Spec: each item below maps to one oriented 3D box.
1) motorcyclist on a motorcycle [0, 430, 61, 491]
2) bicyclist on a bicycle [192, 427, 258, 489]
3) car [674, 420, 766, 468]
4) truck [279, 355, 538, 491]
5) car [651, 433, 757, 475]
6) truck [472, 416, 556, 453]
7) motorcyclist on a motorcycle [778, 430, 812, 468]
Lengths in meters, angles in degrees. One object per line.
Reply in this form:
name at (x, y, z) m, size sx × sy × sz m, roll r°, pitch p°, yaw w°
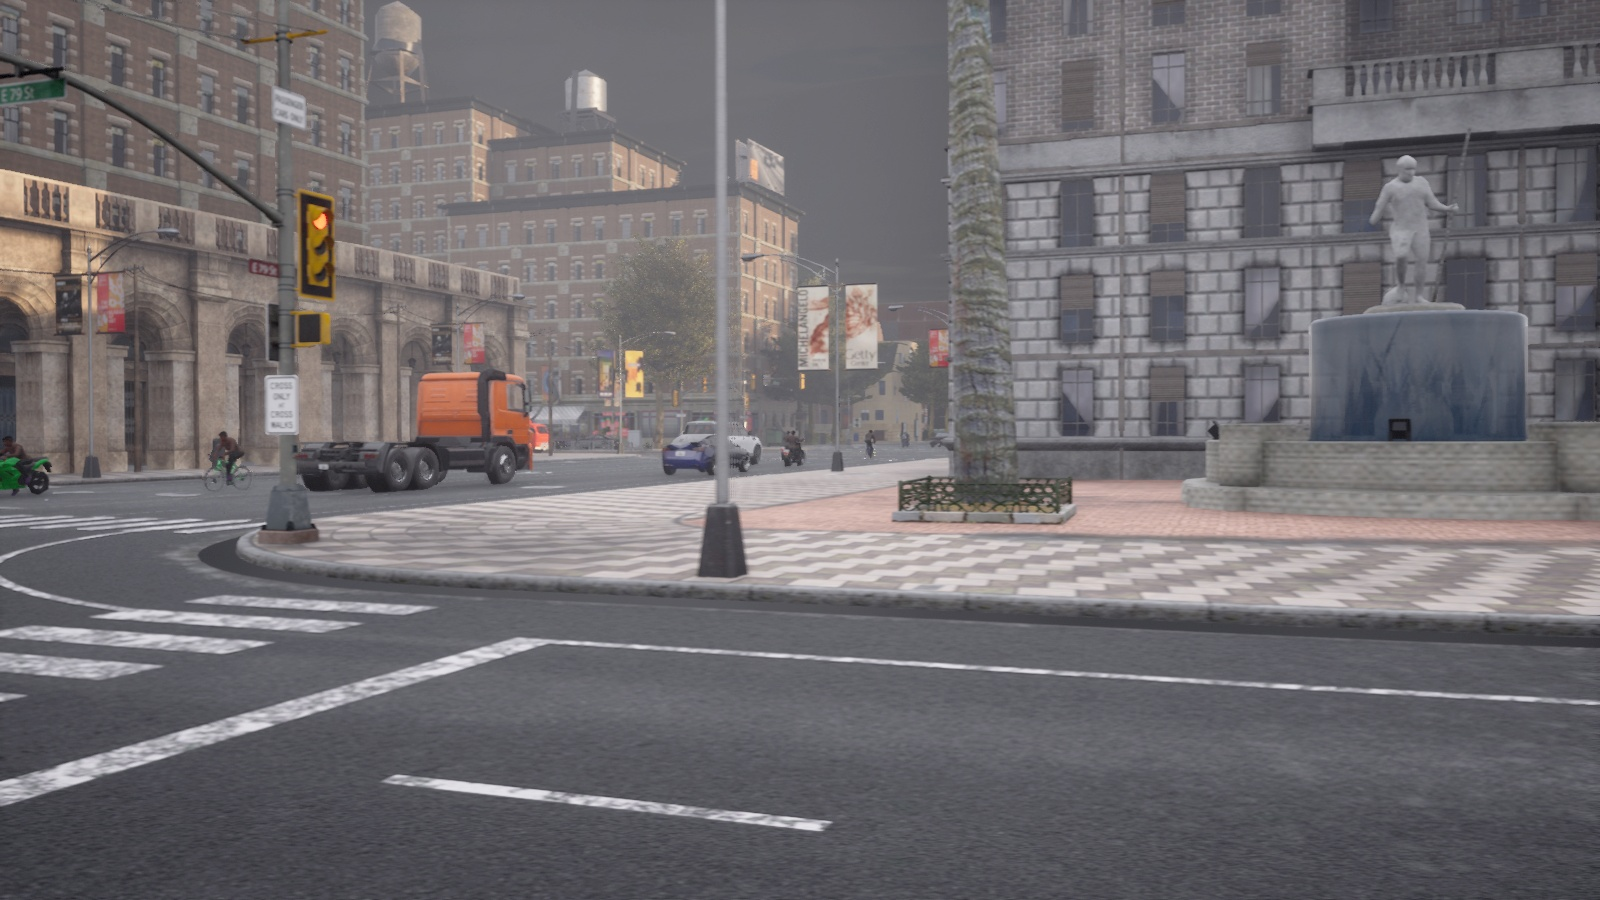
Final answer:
motorcyclist on a motorcycle at (-19.857, 0.247, 31.669) m, size 0.797 × 1.523 × 2.044 m, roll 1°, pitch 1°, yaw 20°
bicyclist on a bicycle at (-15.449, 0.204, 33.787) m, size 0.582 × 1.620 × 1.656 m, roll 1°, pitch 1°, yaw 20°
car at (-3.528, -0.328, 56.804) m, size 2.150 × 2.045 × 5.566 m, roll 1°, pitch 1°, yaw 19°
truck at (-10.920, -0.748, 36.097) m, size 2.891 × 3.462 × 7.936 m, roll 1°, pitch 1°, yaw 20°
car at (-3.475, 0.106, 46.480) m, size 2.163 × 1.488 × 4.792 m, roll 1°, pitch 1°, yaw 19°
truck at (-20.438, -1.126, 89.634) m, size 5.204 × 2.467 × 2.627 m, roll 2°, pitch 1°, yaw 20°
motorcyclist on a motorcycle at (-0.205, -0.070, 55.739) m, size 0.766 × 1.649 × 2.350 m, roll 1°, pitch 1°, yaw 19°
